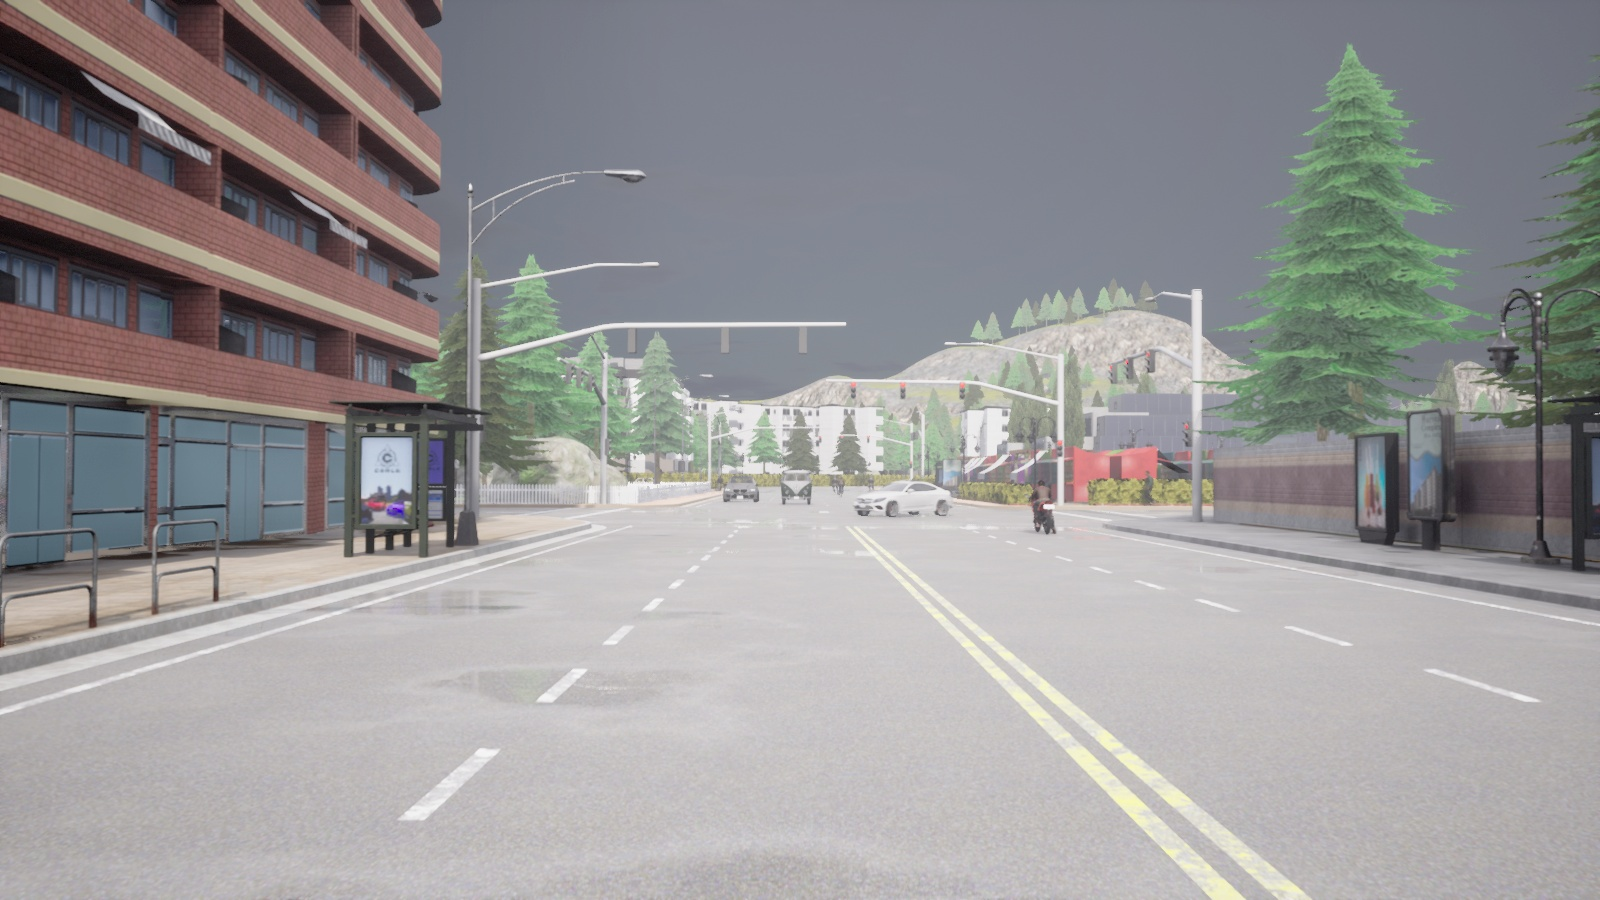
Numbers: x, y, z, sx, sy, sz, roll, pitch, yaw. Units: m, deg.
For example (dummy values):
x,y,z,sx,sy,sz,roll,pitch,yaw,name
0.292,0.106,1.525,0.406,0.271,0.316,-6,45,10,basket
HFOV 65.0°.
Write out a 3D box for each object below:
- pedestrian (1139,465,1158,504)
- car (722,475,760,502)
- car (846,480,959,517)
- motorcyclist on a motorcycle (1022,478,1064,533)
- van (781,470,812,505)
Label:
x,y,z,sx,sy,sz,roll,pitch,yaw,name
17.298,1.718,62.330,0.788,1.949,0.423,0,-1,3,pedestrian
-3.707,2.432,79.830,2.242,1.667,4.611,0,-1,0,car
4.201,1.939,50.933,4.674,1.442,1.812,1,-2,-41,car
6.907,1.562,35.787,0.797,1.523,2.044,0,-1,0,motorcyclist on a motorcycle
-0.190,2.185,73.408,1.775,1.987,4.442,0,-1,0,van
